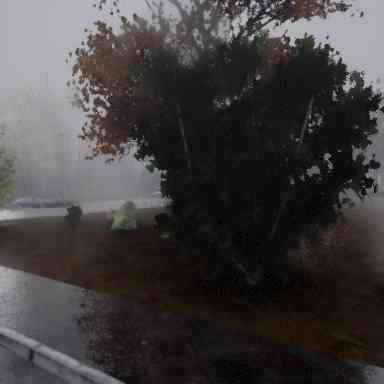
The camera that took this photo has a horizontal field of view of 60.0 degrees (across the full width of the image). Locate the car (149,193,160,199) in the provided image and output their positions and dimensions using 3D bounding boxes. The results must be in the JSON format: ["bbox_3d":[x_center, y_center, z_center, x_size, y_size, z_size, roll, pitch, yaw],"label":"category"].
[{"bbox_3d":[-5.721,0.399,60.316,1.837,1.490,4.892,0,3,39],"label":"car"}]

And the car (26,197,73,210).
[{"bbox_3d":[-17.153,1.439,40.575,1.895,1.301,4.718,0,1,39],"label":"car"}]

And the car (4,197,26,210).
[{"bbox_3d":[-20.798,1.373,41.624,2.128,1.511,4.902,0,1,39],"label":"car"}]
